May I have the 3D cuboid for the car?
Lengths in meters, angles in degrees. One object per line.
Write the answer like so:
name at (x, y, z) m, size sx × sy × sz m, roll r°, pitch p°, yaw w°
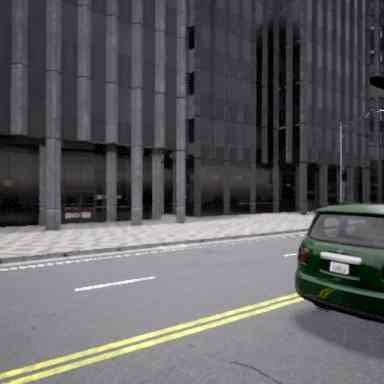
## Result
car at (4.410, 1.255, 6.585) m, size 5.566 × 2.045 × 2.150 m, roll 0°, pitch 0°, yaw -36°
